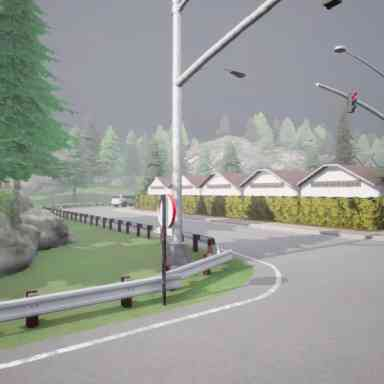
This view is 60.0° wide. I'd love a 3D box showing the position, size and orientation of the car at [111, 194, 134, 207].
[{"bbox_3d":[-10.454,1.398,53.907,2.150,2.045,5.566,0,0,36],"label":"car"}]
